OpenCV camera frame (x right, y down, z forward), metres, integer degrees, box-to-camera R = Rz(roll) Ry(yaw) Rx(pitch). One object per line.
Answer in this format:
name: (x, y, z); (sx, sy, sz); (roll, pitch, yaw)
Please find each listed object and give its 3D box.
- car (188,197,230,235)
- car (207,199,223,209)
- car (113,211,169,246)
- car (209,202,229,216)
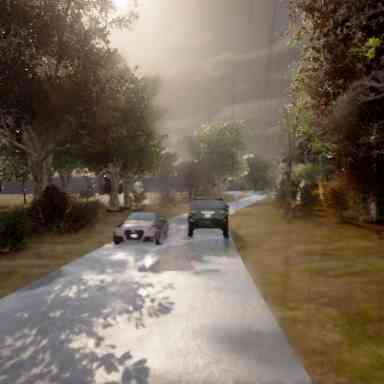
car: (0.998, 1.297, 19.361); (2.150, 2.045, 5.566); (0, 0, 4)
car: (4.008, 2.082, 57.193); (1.837, 1.490, 4.892); (2, 0, 14)
car: (-2.230, 1.597, 15.495); (1.994, 1.385, 4.181); (0, 0, 4)
car: (3.121, 1.880, 37.295); (1.994, 1.385, 4.181); (0, -1, 8)
